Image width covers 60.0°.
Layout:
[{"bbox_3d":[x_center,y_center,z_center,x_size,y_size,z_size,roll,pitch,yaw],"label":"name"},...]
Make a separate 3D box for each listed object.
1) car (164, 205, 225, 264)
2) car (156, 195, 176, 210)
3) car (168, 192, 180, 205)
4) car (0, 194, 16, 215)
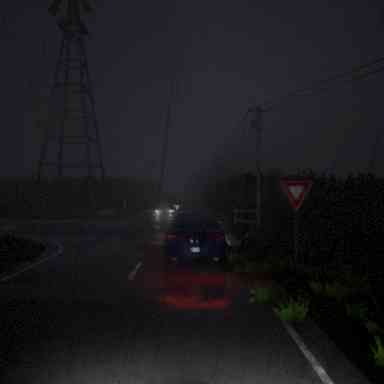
[{"bbox_3d":[0.069,1.451,11.727,1.882,1.535,5.008,0,0,-1],"label":"car"},{"bbox_3d":[-3.287,1.435,40.679,1.812,1.442,4.674,0,0,0],"label":"car"},{"bbox_3d":[-3.244,1.093,57.626,2.150,2.045,5.566,0,0,1],"label":"car"},{"bbox_3d":[-17.221,1.149,30.329,1.905,1.878,3.866,0,0,-31],"label":"car"}]
